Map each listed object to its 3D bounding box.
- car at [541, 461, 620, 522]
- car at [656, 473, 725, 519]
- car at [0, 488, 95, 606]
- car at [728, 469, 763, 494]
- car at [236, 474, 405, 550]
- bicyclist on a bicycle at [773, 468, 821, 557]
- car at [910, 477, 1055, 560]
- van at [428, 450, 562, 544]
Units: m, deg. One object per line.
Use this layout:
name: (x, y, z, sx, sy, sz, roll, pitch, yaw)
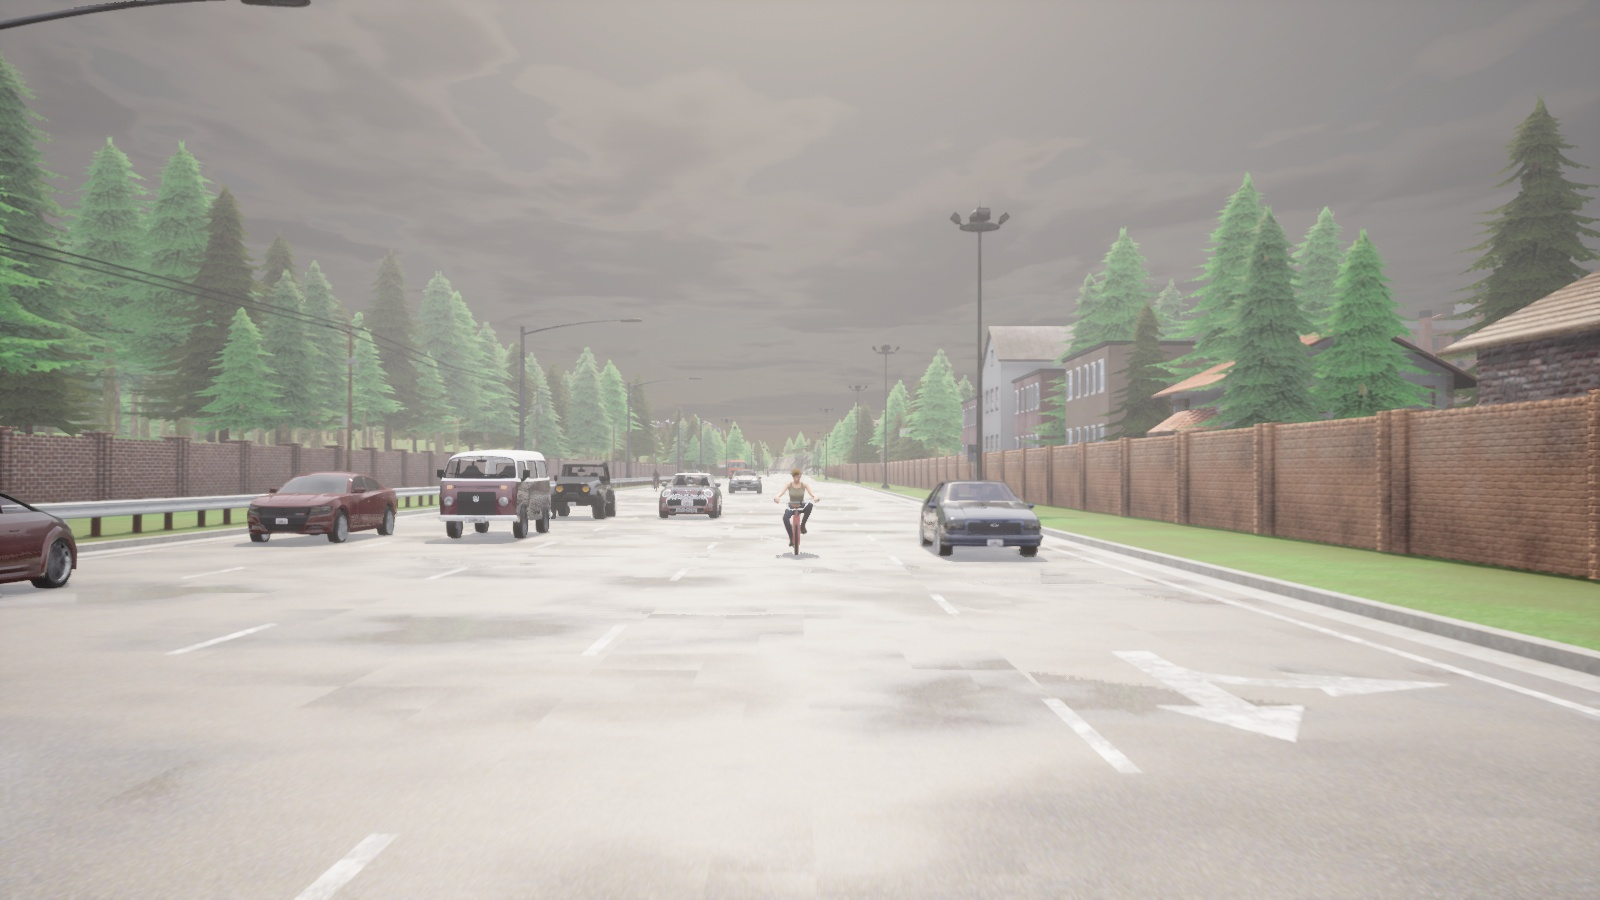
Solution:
car: (-7.102, 1.324, 40.899, 1.905, 1.878, 3.866, 0, -1, 0)
car: (-3.604, 1.497, 41.935, 1.970, 1.475, 3.806, 0, -1, 0)
car: (-10.537, 1.170, 14.909, 1.994, 1.385, 4.181, 0, -1, 0)
car: (-3.713, 2.115, 86.117, 2.242, 1.667, 4.611, 0, -1, 0)
car: (-10.570, 1.305, 28.107, 1.882, 1.535, 5.008, 0, -1, 0)
bicyclist on a bicycle: (-0.054, 1.145, 23.511, 0.866, 1.612, 1.509, 0, -1, 0)
car: (3.439, 1.262, 24.733, 2.033, 1.411, 5.357, 0, -1, 0)
van: (-7.074, 1.062, 29.603, 2.069, 2.038, 4.480, 0, -1, 0)
